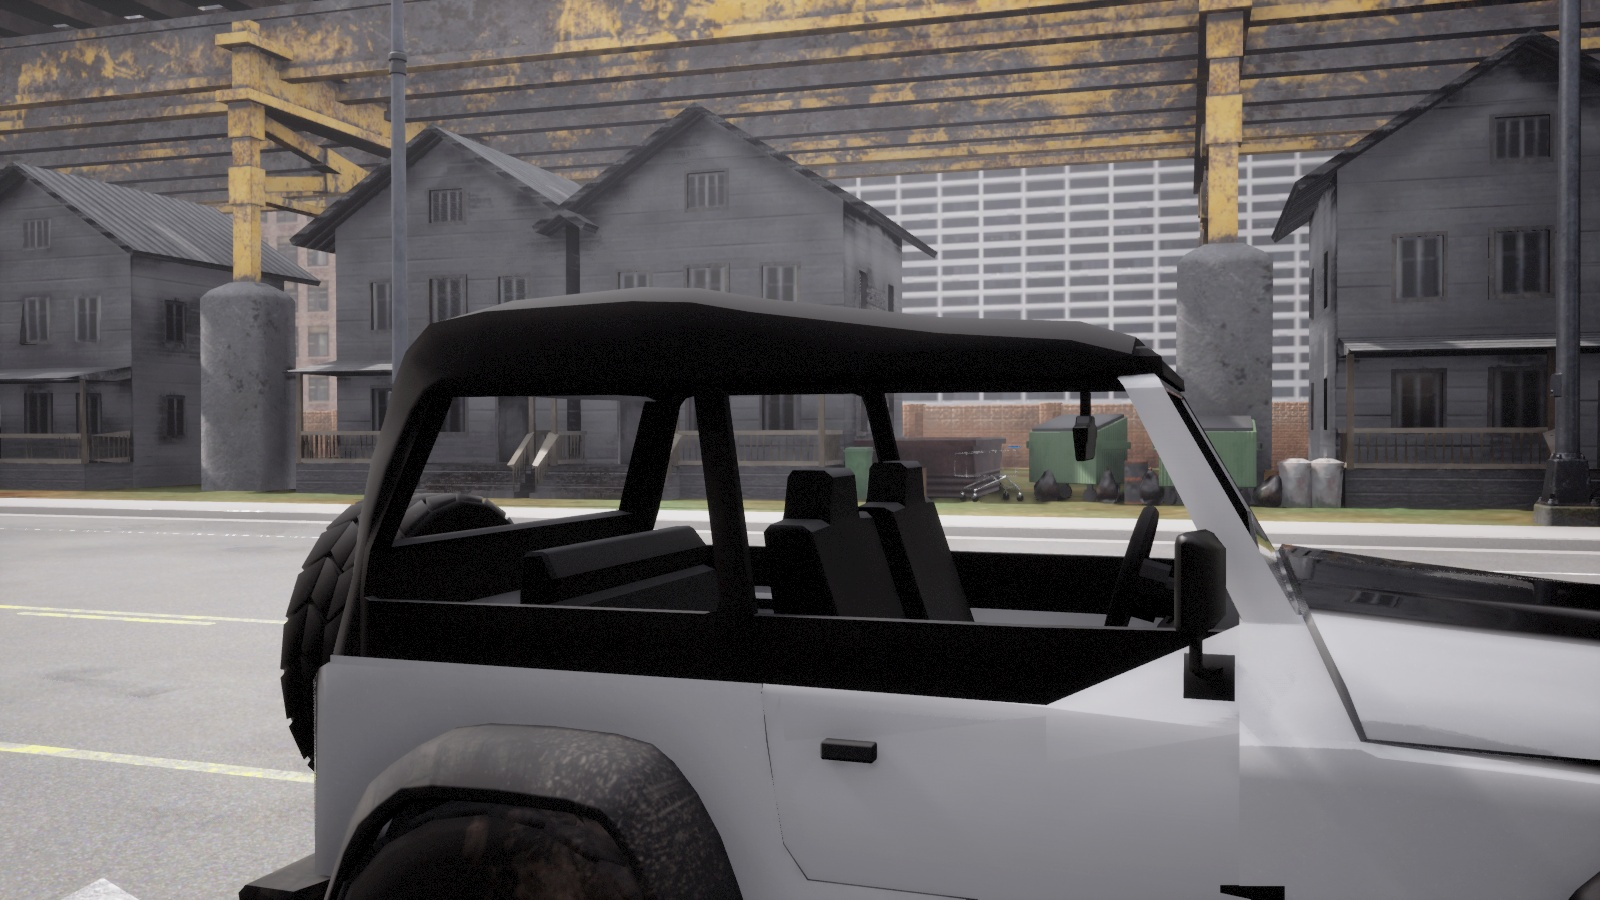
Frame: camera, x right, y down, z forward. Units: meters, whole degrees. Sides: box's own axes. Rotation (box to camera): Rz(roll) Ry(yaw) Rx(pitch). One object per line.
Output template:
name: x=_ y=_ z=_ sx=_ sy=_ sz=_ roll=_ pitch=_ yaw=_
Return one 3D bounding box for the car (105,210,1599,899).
car: x=0.641 y=0.577 z=2.981 sx=3.866 sy=1.878 sz=1.905 roll=1 pitch=1 yaw=19
